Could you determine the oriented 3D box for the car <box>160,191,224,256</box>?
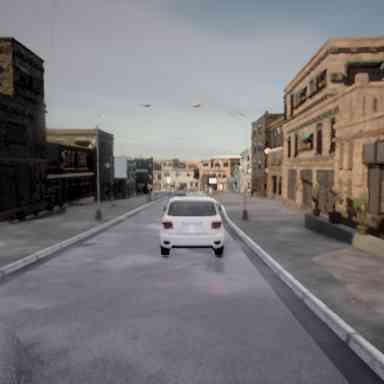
[{"bbox_3d":[0.004,1.154,13.067,2.150,2.045,5.566,0,1,0],"label":"car"}]

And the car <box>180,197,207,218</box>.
[{"bbox_3d":[0.220,1.233,28.010,2.033,1.411,5.357,0,1,3],"label":"car"}]
